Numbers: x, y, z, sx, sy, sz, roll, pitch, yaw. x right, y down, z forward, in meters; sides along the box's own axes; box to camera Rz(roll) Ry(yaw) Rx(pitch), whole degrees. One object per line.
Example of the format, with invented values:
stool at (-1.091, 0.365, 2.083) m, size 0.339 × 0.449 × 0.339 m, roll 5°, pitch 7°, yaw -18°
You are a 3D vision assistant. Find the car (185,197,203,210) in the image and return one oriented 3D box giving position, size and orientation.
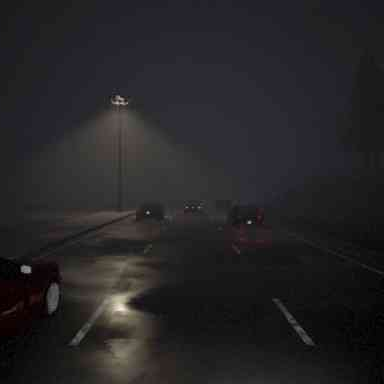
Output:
car at (0.351, 1.492, 44.381) m, size 2.128 × 1.511 × 4.902 m, roll 0°, pitch 0°, yaw 3°

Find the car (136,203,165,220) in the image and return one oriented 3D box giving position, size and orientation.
car at (-3.400, 1.564, 27.749) m, size 1.994 × 1.385 × 4.181 m, roll 0°, pitch 0°, yaw 0°

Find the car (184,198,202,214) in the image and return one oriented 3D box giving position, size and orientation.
car at (0.106, 1.547, 34.628) m, size 2.033 × 1.411 × 5.357 m, roll 0°, pitch 0°, yaw 0°

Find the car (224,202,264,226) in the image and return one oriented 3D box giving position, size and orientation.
car at (3.600, 1.601, 23.127) m, size 1.895 × 1.301 × 4.718 m, roll 0°, pitch 0°, yaw 0°

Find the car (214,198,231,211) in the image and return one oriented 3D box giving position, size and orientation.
car at (3.676, 1.478, 40.065) m, size 1.882 × 1.535 × 5.008 m, roll 0°, pitch 0°, yaw 1°

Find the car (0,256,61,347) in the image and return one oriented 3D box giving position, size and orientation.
car at (-3.403, 1.478, 4.312) m, size 1.882 × 1.535 × 5.008 m, roll 0°, pitch 0°, yaw 0°
